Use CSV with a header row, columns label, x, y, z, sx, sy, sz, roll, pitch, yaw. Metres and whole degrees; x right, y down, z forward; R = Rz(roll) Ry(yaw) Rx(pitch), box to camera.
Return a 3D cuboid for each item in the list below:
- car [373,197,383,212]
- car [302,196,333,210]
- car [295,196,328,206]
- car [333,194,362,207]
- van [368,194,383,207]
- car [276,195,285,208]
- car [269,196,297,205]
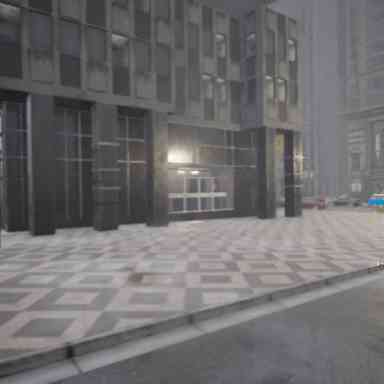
label,x,y,z,sx,sy,sz,roll,pitch,yaw
car,20.795,1.528,32.381,1.752,1.417,4.829,-1,1,-36
car,14.523,1.515,41.112,1.887,1.381,4.507,-1,1,-36
car,18.148,1.350,50.671,1.887,1.381,4.507,-1,1,-36
car,21.309,1.386,46.276,1.947,1.339,4.313,-1,1,-36
van,24.467,1.177,41.879,1.690,1.788,3.998,-1,1,-36
car,11.433,1.270,45.404,2.192,1.841,5.009,-1,1,-36
car,14.988,1.372,55.066,1.802,1.307,4.206,-1,1,-36
